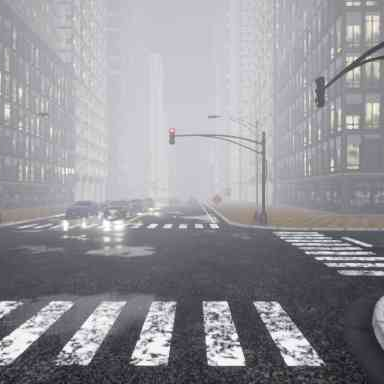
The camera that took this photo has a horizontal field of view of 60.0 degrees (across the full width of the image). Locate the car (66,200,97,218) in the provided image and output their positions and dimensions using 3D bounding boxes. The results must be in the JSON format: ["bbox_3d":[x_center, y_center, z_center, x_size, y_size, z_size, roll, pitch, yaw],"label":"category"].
[{"bbox_3d":[-9.854,1.503,30.374,1.882,1.535,5.008,0,0,0],"label":"car"}]

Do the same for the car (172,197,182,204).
[{"bbox_3d":[-3.181,1.703,70.331,1.994,1.385,4.181,0,0,0],"label":"car"}]

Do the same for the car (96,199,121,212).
[{"bbox_3d":[-9.848,1.607,39.508,1.994,1.385,4.181,0,0,0],"label":"car"}]

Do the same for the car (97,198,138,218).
[{"bbox_3d":[-6.600,1.517,30.125,2.128,1.511,4.902,0,0,0],"label":"car"}]

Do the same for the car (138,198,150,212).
[{"bbox_3d":[-6.599,1.521,39.653,1.882,1.535,5.008,0,0,0],"label":"car"}]

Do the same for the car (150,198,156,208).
[{"bbox_3d":[-6.593,1.594,49.700,1.812,1.442,4.674,0,0,0],"label":"car"}]

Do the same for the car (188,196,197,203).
[{"bbox_3d":[0.068,1.622,71.352,1.882,1.535,5.008,0,0,0],"label":"car"}]

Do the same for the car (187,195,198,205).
[{"bbox_3d":[0.101,1.626,60.011,1.812,1.442,4.674,0,0,0],"label":"car"}]

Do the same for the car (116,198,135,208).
[{"bbox_3d":[-9.839,1.631,49.432,1.994,1.385,4.181,0,0,0],"label":"car"}]

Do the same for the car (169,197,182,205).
[{"bbox_3d":[-3.150,1.592,60.003,2.128,1.511,4.902,0,0,0],"label":"car"}]
